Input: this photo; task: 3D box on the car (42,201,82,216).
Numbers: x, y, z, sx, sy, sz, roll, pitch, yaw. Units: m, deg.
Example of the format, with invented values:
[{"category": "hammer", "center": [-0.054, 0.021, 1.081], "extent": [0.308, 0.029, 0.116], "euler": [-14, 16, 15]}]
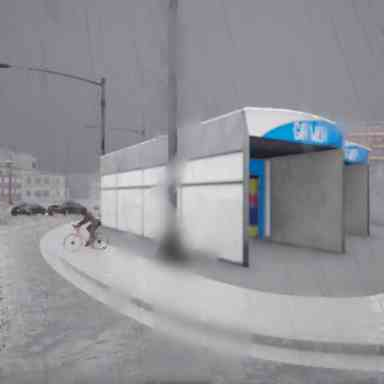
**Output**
[{"category": "car", "center": [-13.857, 1.800, 36.113], "extent": [1.837, 1.490, 4.892], "euler": [0, -1, 4]}]

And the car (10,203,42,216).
[{"category": "car", "center": [-17.403, 1.835, 35.571], "extent": [1.994, 1.385, 4.181], "euler": [0, -1, 4]}]

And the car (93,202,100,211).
[{"category": "car", "center": [-12.411, 1.979, 48.339], "extent": [1.994, 1.385, 4.181], "euler": [0, -1, 24]}]

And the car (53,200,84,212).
[{"category": "car", "center": [-16.788, 1.916, 45.573], "extent": [2.033, 1.411, 5.357], "euler": [0, 0, 1]}]

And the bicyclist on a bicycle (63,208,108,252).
[{"category": "bicyclist on a bicycle", "center": [-3.922, 1.408, 12.395], "extent": [1.656, 1.620, 0.582], "euler": [2, -1, -30]}]
